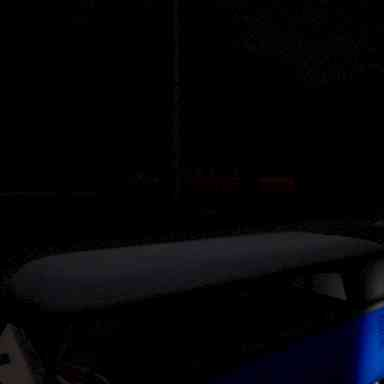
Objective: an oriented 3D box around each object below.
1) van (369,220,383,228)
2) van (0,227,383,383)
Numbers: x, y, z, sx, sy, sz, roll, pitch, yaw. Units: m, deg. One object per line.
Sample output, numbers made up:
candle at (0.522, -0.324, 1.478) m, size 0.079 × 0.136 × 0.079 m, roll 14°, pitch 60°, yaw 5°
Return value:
van at (4.707, 1.333, 6.167) m, size 3.998 × 1.788 × 1.690 m, roll 0°, pitch 0°, yaw -35°
van at (0.258, 1.339, 2.994) m, size 3.998 × 1.788 × 1.690 m, roll 0°, pitch 0°, yaw -35°
